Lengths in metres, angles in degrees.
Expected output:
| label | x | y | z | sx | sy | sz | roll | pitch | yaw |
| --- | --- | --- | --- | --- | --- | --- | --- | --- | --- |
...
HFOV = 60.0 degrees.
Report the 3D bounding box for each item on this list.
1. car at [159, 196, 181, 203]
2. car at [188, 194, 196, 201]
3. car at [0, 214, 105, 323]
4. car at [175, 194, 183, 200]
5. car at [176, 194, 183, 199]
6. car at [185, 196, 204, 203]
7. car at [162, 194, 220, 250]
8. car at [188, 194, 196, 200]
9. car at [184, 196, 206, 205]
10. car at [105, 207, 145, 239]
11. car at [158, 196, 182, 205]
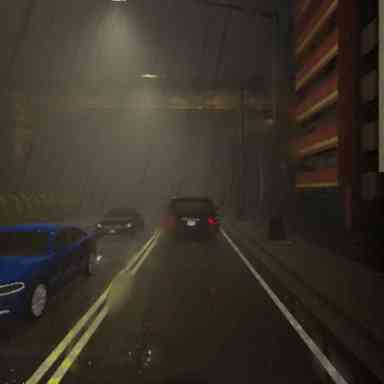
| label | x | y | z | sx | sy | sz | roll | pitch | yaw |
| --- | --- | --- | --- | --- | --- | --- | --- | --- | --- |
| car | -3.721 | 1.251 | 56.971 | 1.853 | 1.218 | 4.536 | 0 | 0 | 25 |
| car | 0.004 | 1.386 | 83.220 | 2.038 | 1.542 | 4.974 | 0 | 0 | 0 |
| car | -3.602 | 1.473 | 7.459 | 1.882 | 1.535 | 5.008 | 0 | 0 | 0 |
| car | -3.443 | 1.380 | 91.736 | 2.038 | 1.542 | 4.974 | 0 | 0 | 0 |
| car | -3.444 | 1.223 | 91.788 | 1.853 | 1.218 | 4.536 | 0 | 0 | 0 |
| car | 0.401 | 1.249 | 56.673 | 1.853 | 1.218 | 4.536 | 0 | 0 | -20 |
| car | -0.023 | 1.209 | 14.474 | 2.150 | 2.045 | 5.566 | 0 | 0 | 0 |
| car | 0.003 | 1.228 | 83.272 | 1.853 | 1.218 | 4.536 | 0 | 0 | 0 |
| car | 0.419 | 1.407 | 56.624 | 2.038 | 1.542 | 4.974 | 0 | 0 | -20 |
| car | -3.604 | 1.514 | 17.474 | 1.812 | 1.442 | 4.674 | 0 | 0 | 0 |
| car | -3.742 | 1.409 | 56.924 | 2.038 | 1.542 | 4.974 | 0 | 0 | 25 |
